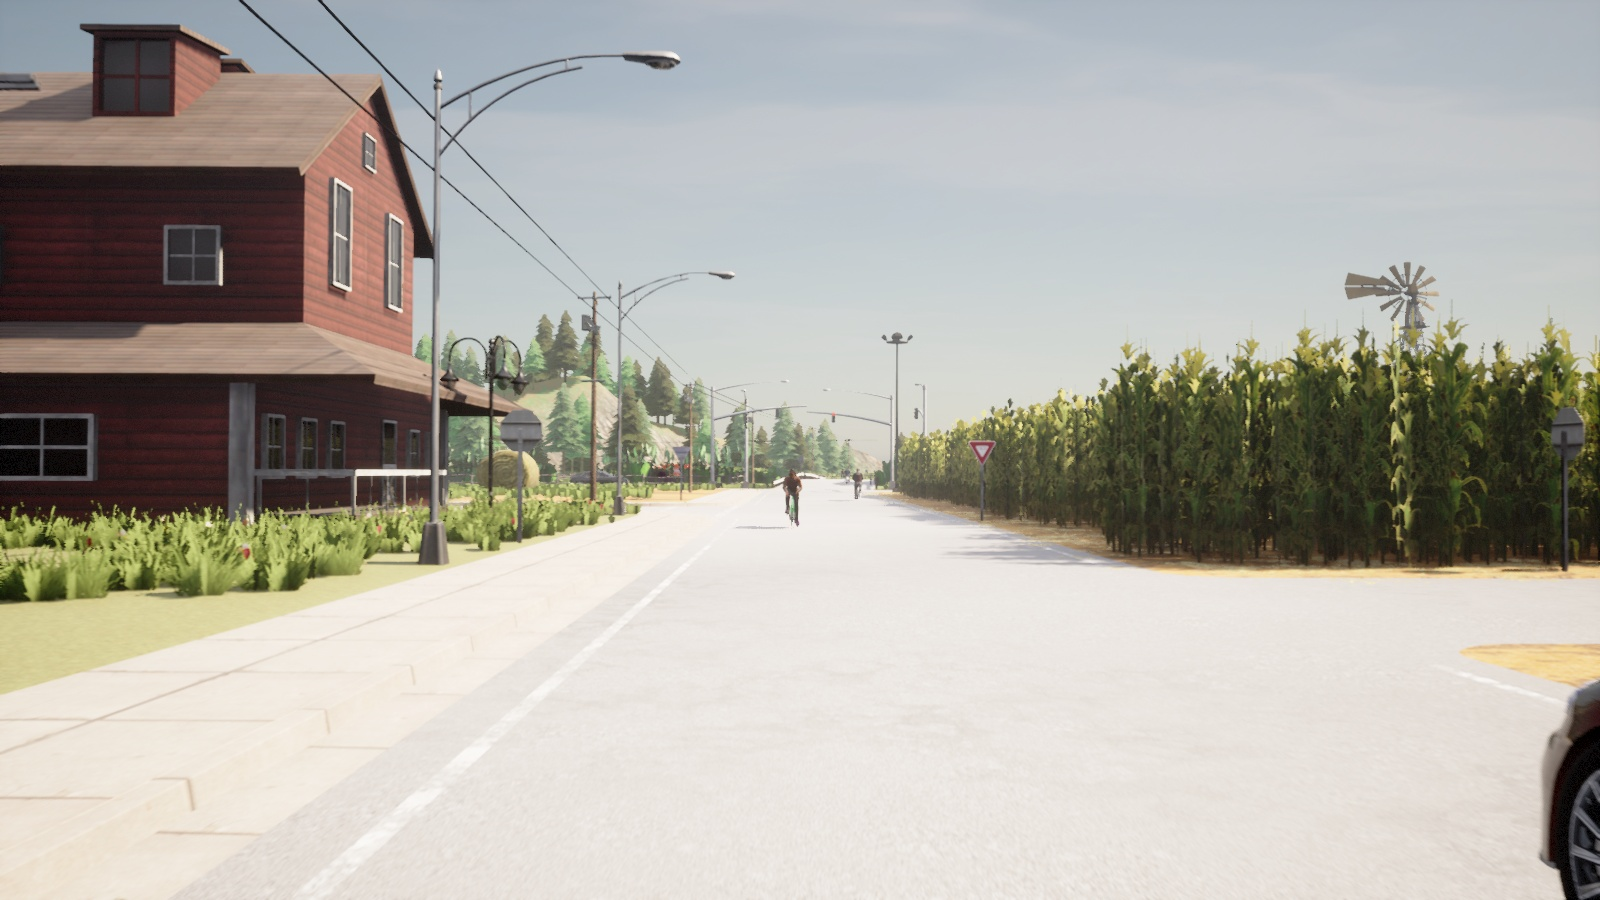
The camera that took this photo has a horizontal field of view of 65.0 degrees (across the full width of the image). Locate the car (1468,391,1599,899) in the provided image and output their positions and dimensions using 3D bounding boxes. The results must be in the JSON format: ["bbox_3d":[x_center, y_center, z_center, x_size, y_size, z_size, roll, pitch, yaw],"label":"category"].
[{"bbox_3d":[3.481,0.613,1.969,2.152,1.651,5.027,0,-1,0],"label":"car"}]
